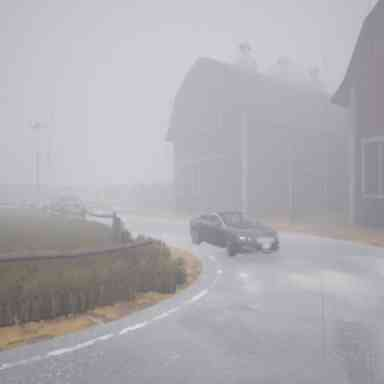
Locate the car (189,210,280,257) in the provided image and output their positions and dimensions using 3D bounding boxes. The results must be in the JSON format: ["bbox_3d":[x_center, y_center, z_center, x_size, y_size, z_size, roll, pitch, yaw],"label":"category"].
[{"bbox_3d":[1.499,1.527,13.288,2.128,1.511,4.902,0,0,-24],"label":"car"}]

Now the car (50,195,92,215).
[{"bbox_3d":[-11.777,1.277,31.505,2.150,2.045,5.566,0,0,-38],"label":"car"}]

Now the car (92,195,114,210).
[{"bbox_3d":[-12.230,1.564,44.471,1.882,1.535,5.008,0,0,1],"label":"car"}]
